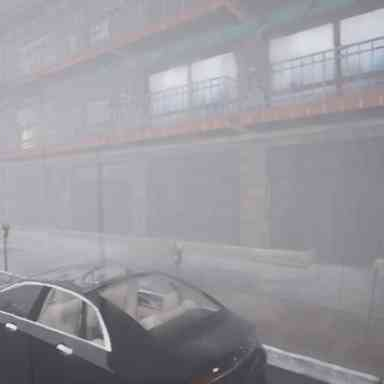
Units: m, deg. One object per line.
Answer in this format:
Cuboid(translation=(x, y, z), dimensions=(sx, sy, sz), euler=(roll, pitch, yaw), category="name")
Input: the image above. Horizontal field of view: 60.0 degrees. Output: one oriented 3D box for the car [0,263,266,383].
Cuboid(translation=(-1.331, 1.547, 3.973), dimensions=(4.403, 1.369, 2.008), euler=(0, -1, 36), category="car")
